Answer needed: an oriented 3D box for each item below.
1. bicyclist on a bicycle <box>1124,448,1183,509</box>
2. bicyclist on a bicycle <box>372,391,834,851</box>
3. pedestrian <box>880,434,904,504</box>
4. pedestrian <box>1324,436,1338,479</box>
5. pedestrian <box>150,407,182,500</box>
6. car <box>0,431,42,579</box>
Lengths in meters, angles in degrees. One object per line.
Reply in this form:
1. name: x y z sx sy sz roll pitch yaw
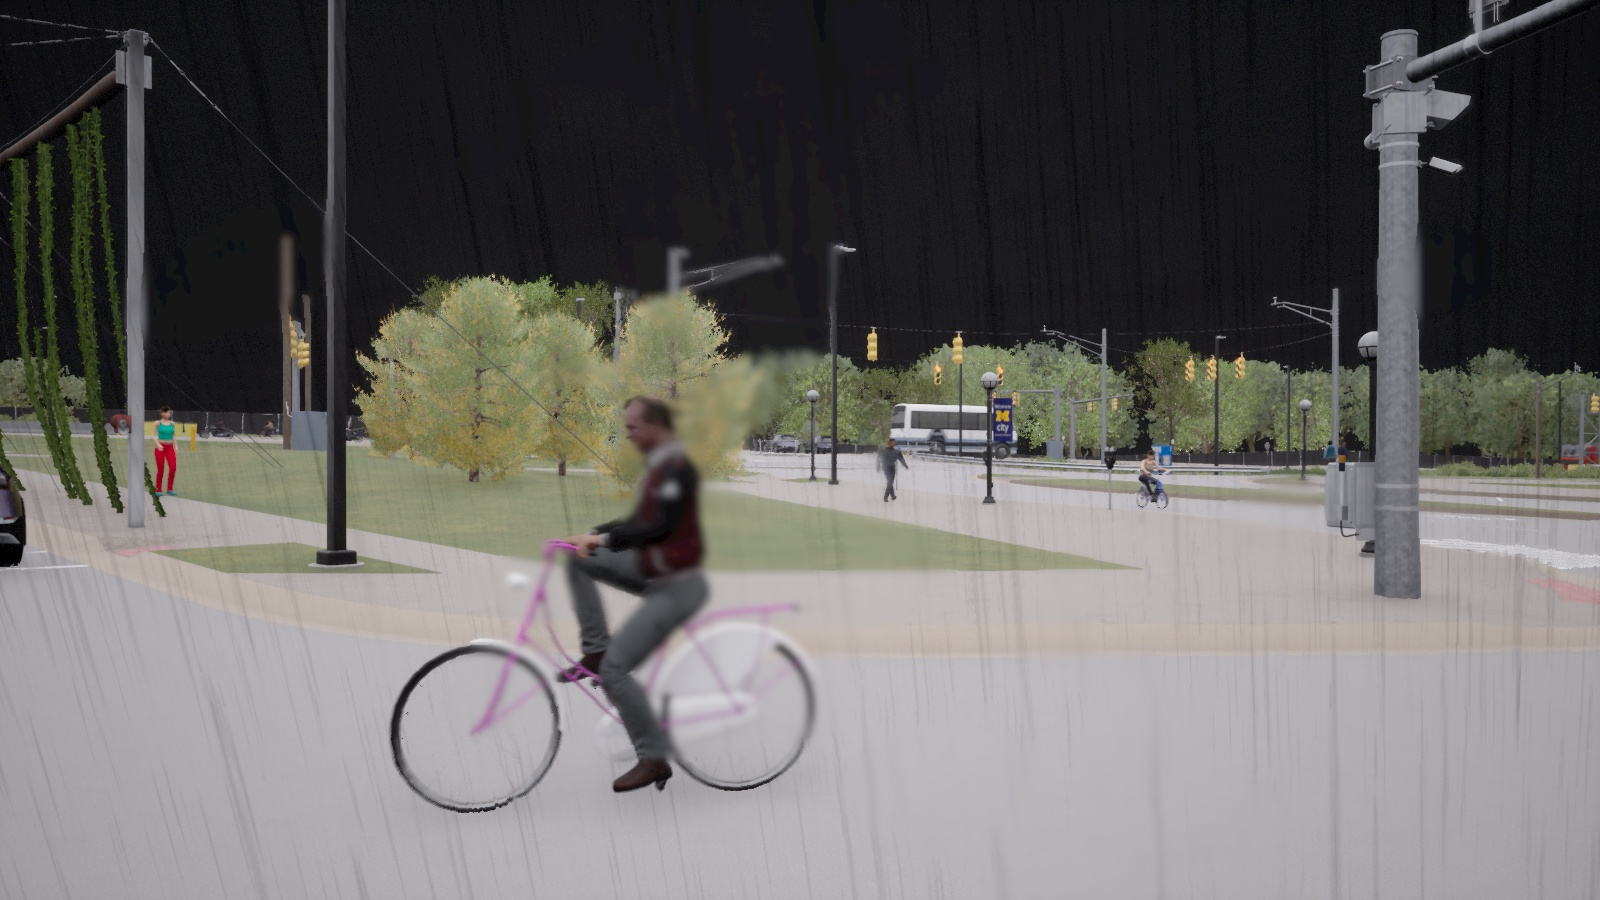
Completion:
1. bicyclist on a bicycle: 9.619 0.768 34.210 0.866 1.612 1.509 1 0 -17
2. bicyclist on a bicycle: -0.842 0.653 5.410 1.843 1.776 0.659 -1 0 -16
3. pedestrian: 2.558 0.528 35.110 0.423 1.949 0.788 0 0 -15
4. pedestrian: 24.257 0.328 57.373 0.396 1.930 0.692 0 0 3
5. pedestrian: -12.709 0.064 25.169 0.594 1.836 0.345 0 0 40
6. car: -11.117 0.590 15.764 2.033 1.649 4.856 0 1 -40
